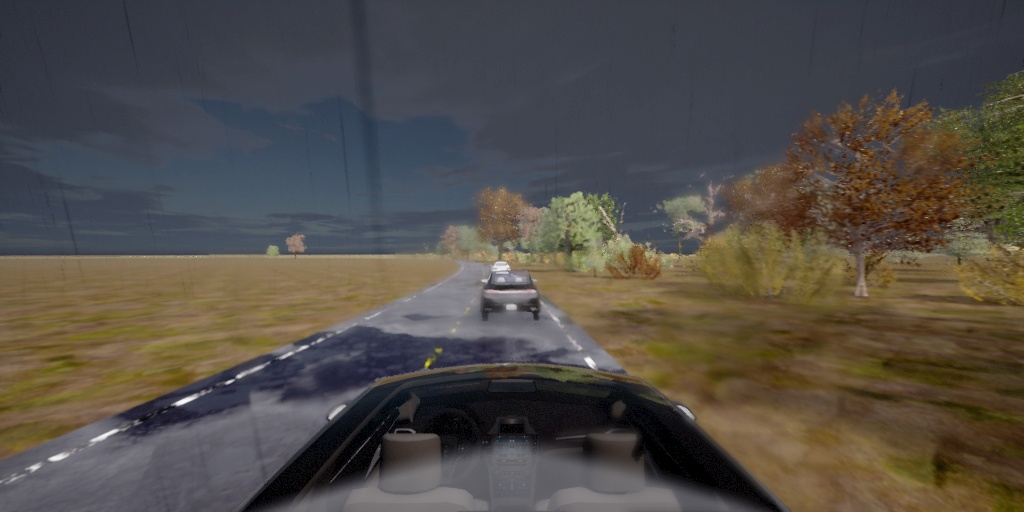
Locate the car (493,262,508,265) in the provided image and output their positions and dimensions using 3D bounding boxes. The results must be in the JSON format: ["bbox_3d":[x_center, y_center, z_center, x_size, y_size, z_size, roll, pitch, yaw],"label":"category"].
[{"bbox_3d":[-1.082,1.284,34.508,1.812,1.442,4.674,0,0,-4],"label":"car"}]

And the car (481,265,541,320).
[{"bbox_3d":[-0.070,1.243,12.594,2.128,1.511,4.902,0,0,-1],"label":"car"}]
